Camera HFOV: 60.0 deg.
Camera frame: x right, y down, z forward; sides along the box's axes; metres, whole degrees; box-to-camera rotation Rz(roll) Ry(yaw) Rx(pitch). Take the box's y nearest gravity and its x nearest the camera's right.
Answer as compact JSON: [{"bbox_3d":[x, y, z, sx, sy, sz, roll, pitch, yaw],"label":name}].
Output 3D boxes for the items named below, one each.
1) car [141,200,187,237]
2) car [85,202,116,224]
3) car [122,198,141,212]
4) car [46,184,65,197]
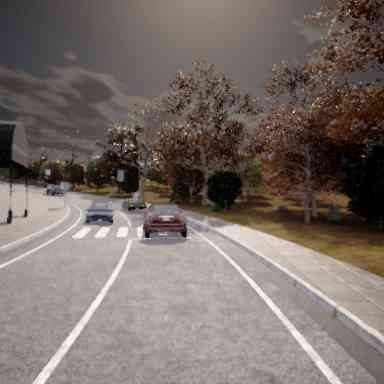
[{"bbox_3d":[-1.548,1.300,17.933,2.097,1.767,4.553,0,0,-9],"label":"car"},{"bbox_3d":[-6.509,1.407,23.806,2.033,1.411,5.357,1,1,-14],"label":"car"},{"bbox_3d":[-6.187,1.325,35.011,1.895,1.301,4.718,1,1,-21],"label":"car"},{"bbox_3d":[-24.364,-0.315,59.629,2.150,2.045,5.566,2,2,-38],"label":"car"}]
